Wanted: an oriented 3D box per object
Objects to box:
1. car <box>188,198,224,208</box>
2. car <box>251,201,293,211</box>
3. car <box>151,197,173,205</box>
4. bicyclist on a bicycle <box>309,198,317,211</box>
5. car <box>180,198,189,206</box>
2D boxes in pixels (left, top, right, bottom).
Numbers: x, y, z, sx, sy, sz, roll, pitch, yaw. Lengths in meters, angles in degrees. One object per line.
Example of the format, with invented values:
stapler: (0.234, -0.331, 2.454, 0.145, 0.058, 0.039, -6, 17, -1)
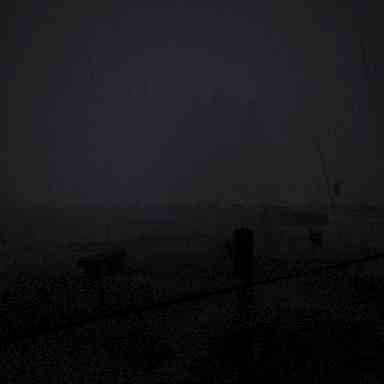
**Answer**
car: (2.135, 1.628, 43.085, 2.128, 1.511, 4.902, 0, 0, -35)
car: (8.215, 1.662, 34.561, 1.812, 1.442, 4.674, 0, 0, -36)
car: (-4.770, 1.614, 52.849, 1.882, 1.535, 5.008, 0, 0, -35)
bicyclist on a bicycle: (14.597, 1.528, 40.046, 1.656, 1.620, 0.582, 0, 0, -35)
car: (-0.033, 1.705, 53.202, 2.033, 1.411, 5.357, 0, 0, -35)
